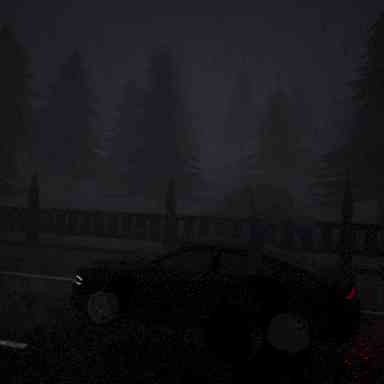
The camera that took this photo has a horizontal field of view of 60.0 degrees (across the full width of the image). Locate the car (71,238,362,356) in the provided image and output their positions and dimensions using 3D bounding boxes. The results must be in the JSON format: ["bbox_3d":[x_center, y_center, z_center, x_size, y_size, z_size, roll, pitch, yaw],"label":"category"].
[{"bbox_3d":[0.278,1.583,6.054,5.008,1.535,1.882,2,-1,15],"label":"car"}]
